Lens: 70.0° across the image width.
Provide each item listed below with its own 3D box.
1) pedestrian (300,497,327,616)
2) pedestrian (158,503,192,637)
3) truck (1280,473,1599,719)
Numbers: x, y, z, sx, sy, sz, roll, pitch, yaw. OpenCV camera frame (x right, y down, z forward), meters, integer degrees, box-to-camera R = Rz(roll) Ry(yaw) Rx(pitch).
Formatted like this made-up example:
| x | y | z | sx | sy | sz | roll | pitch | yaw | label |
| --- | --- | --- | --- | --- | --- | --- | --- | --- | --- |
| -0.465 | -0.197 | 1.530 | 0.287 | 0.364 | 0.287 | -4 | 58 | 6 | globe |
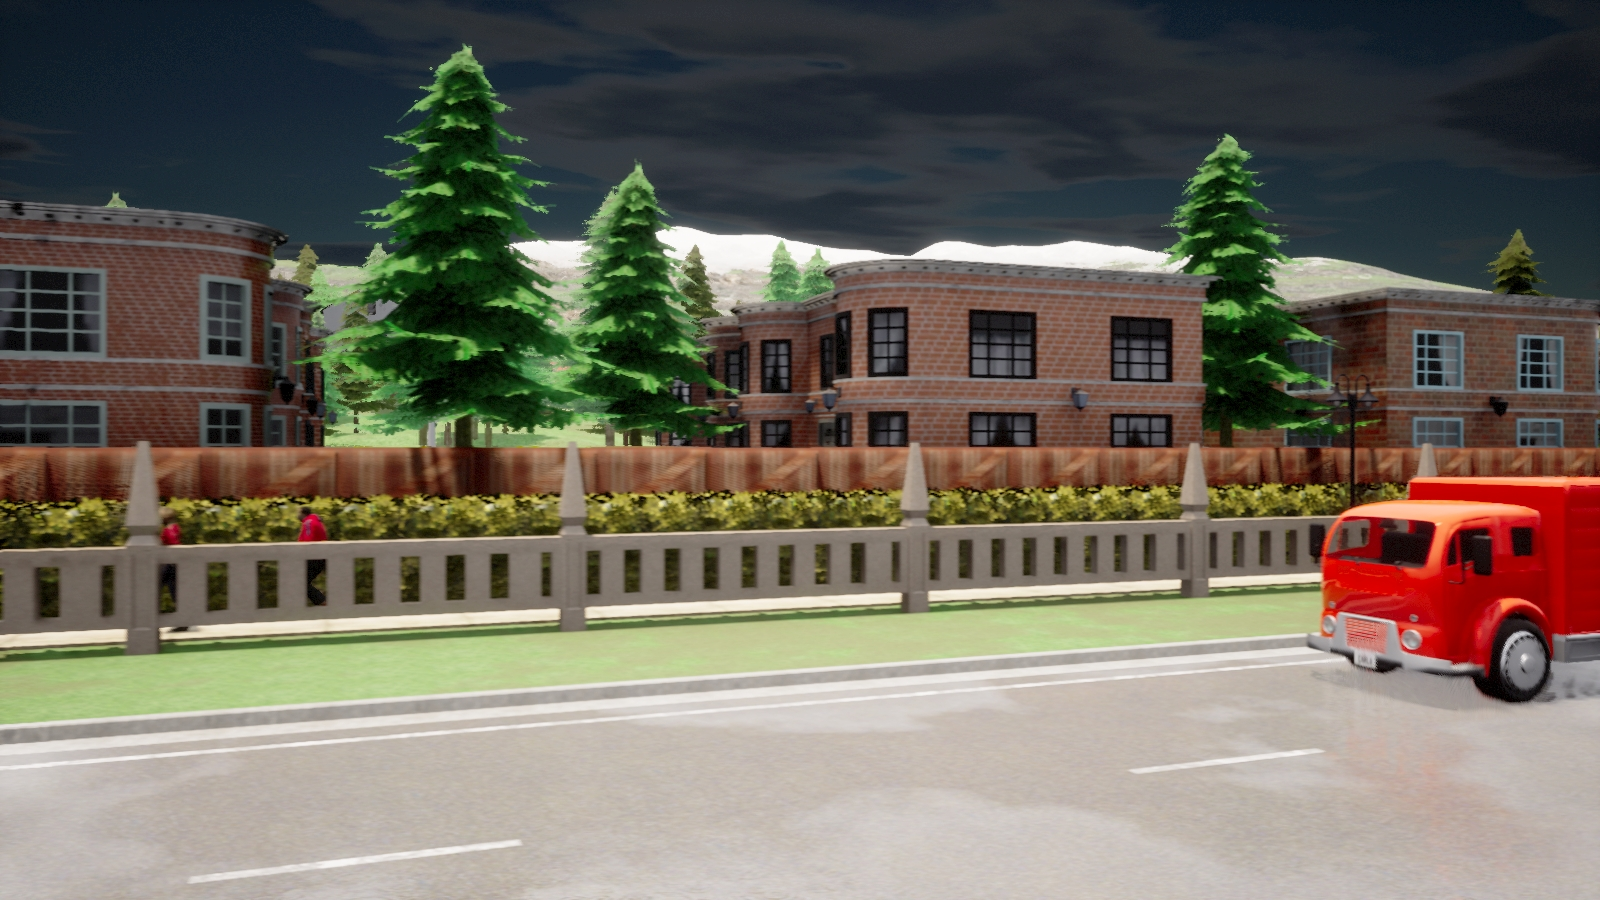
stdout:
| x | y | z | sx | sy | sz | roll | pitch | yaw | label |
| --- | --- | --- | --- | --- | --- | --- | --- | --- | --- |
| -7.798 | 1.701 | 18.327 | 0.375 | 1.860 | 0.375 | 0 | 0 | -21 | pedestrian |
| -8.951 | 1.702 | 16.363 | 0.375 | 1.860 | 0.375 | 0 | 0 | -20 | pedestrian |
| 8.919 | 1.562 | 14.000 | 5.204 | 2.467 | 2.627 | 0 | 0 | -20 | truck |
